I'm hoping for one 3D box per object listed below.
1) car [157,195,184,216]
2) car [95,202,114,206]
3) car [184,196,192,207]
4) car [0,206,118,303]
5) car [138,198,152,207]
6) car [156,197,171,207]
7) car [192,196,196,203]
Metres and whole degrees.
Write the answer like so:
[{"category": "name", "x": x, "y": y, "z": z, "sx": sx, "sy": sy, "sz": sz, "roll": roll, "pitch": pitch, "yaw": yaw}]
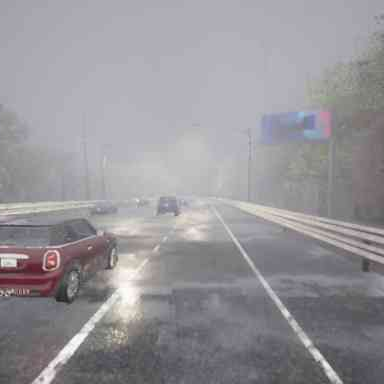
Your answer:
[{"category": "car", "x": -2.414, "y": 1.475, "z": 35.577, "sx": 2.150, "sy": 2.045, "sz": 5.566, "roll": 0, "pitch": 0, "yaw": 2}, {"category": "car", "x": -9.410, "y": 1.768, "z": 35.896, "sx": 1.994, "sy": 1.385, "sz": 4.181, "roll": 0, "pitch": 0, "yaw": 2}, {"category": "car", "x": -1.541, "y": 1.807, "z": 59.736, "sx": 2.097, "sy": 1.767, "sz": 4.553, "roll": 0, "pitch": 0, "yaw": 2}, {"category": "car", "x": -3.412, "y": 1.393, "z": 8.483, "sx": 2.097, "sy": 1.767, "sz": 4.553, "roll": 0, "pitch": 0, "yaw": 2}, {"category": "car", "x": -8.524, "y": 1.914, "z": 60.180, "sx": 1.837, "sy": 1.490, "sz": 4.892, "roll": 0, "pitch": -1, "yaw": 2}, {"category": "car", "x": -5.034, "y": 1.783, "z": 59.928, "sx": 2.097, "sy": 1.767, "sz": 4.553, "roll": 0, "pitch": 0, "yaw": 2}, {"category": "car", "x": -0.448, "y": 2.282, "z": 89.528, "sx": 1.812, "sy": 1.442, "sz": 4.674, "roll": 0, "pitch": -1, "yaw": 2}]
